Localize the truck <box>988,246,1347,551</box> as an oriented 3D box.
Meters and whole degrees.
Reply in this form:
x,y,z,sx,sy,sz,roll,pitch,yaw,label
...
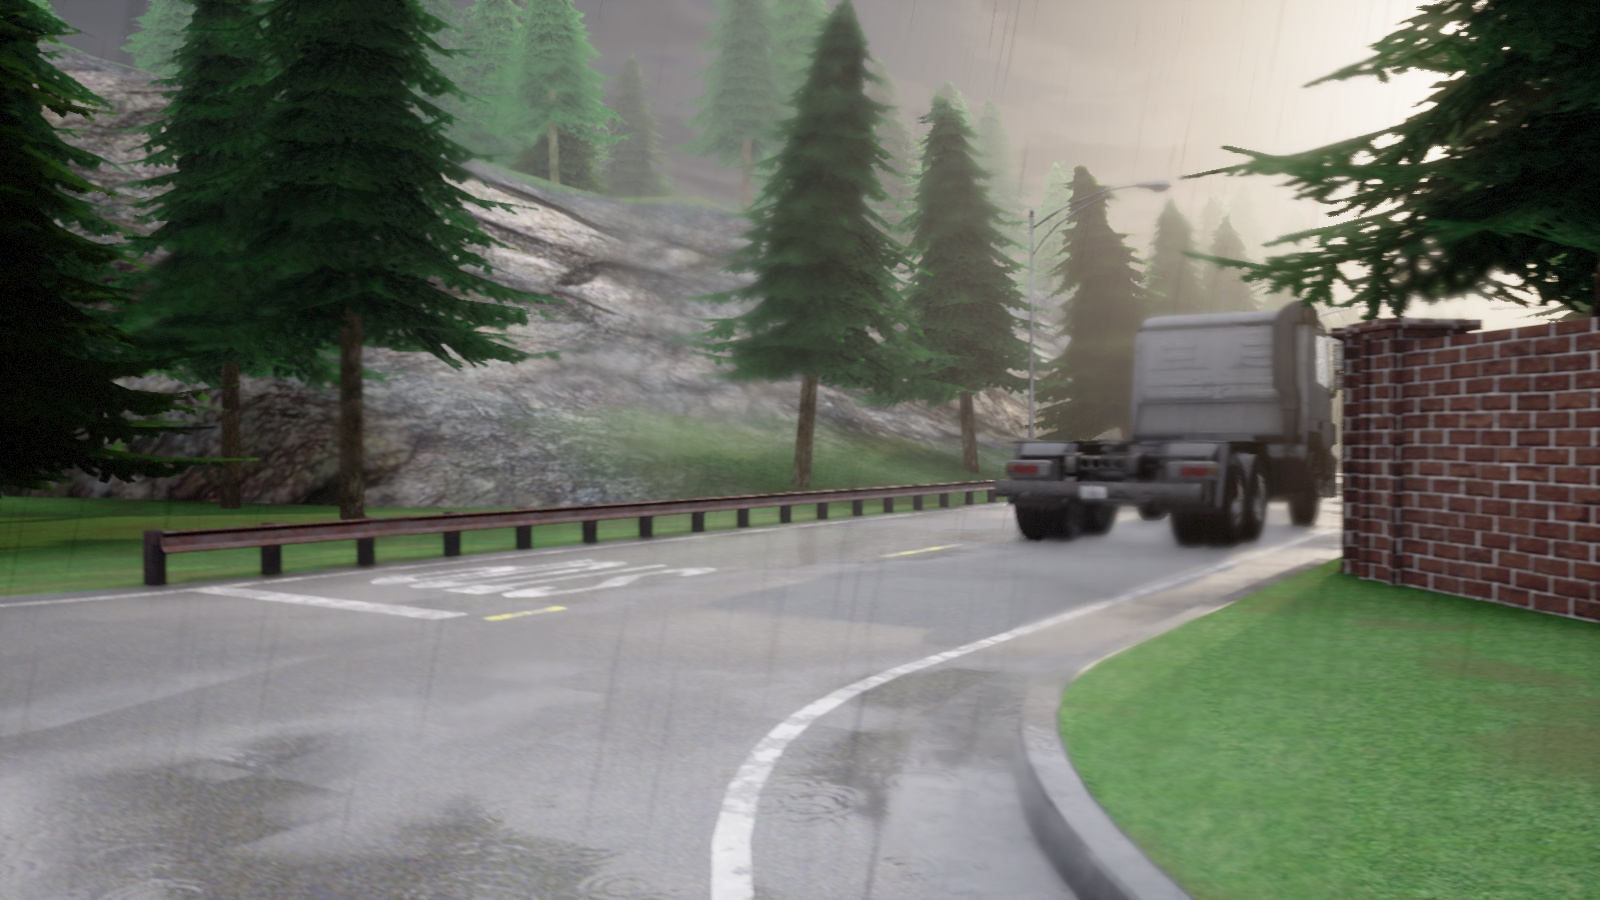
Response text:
x,y,z,sx,sy,sz,roll,pitch,yaw,label
5.745,-0.631,18.371,2.891,3.462,7.936,-1,0,33,truck
